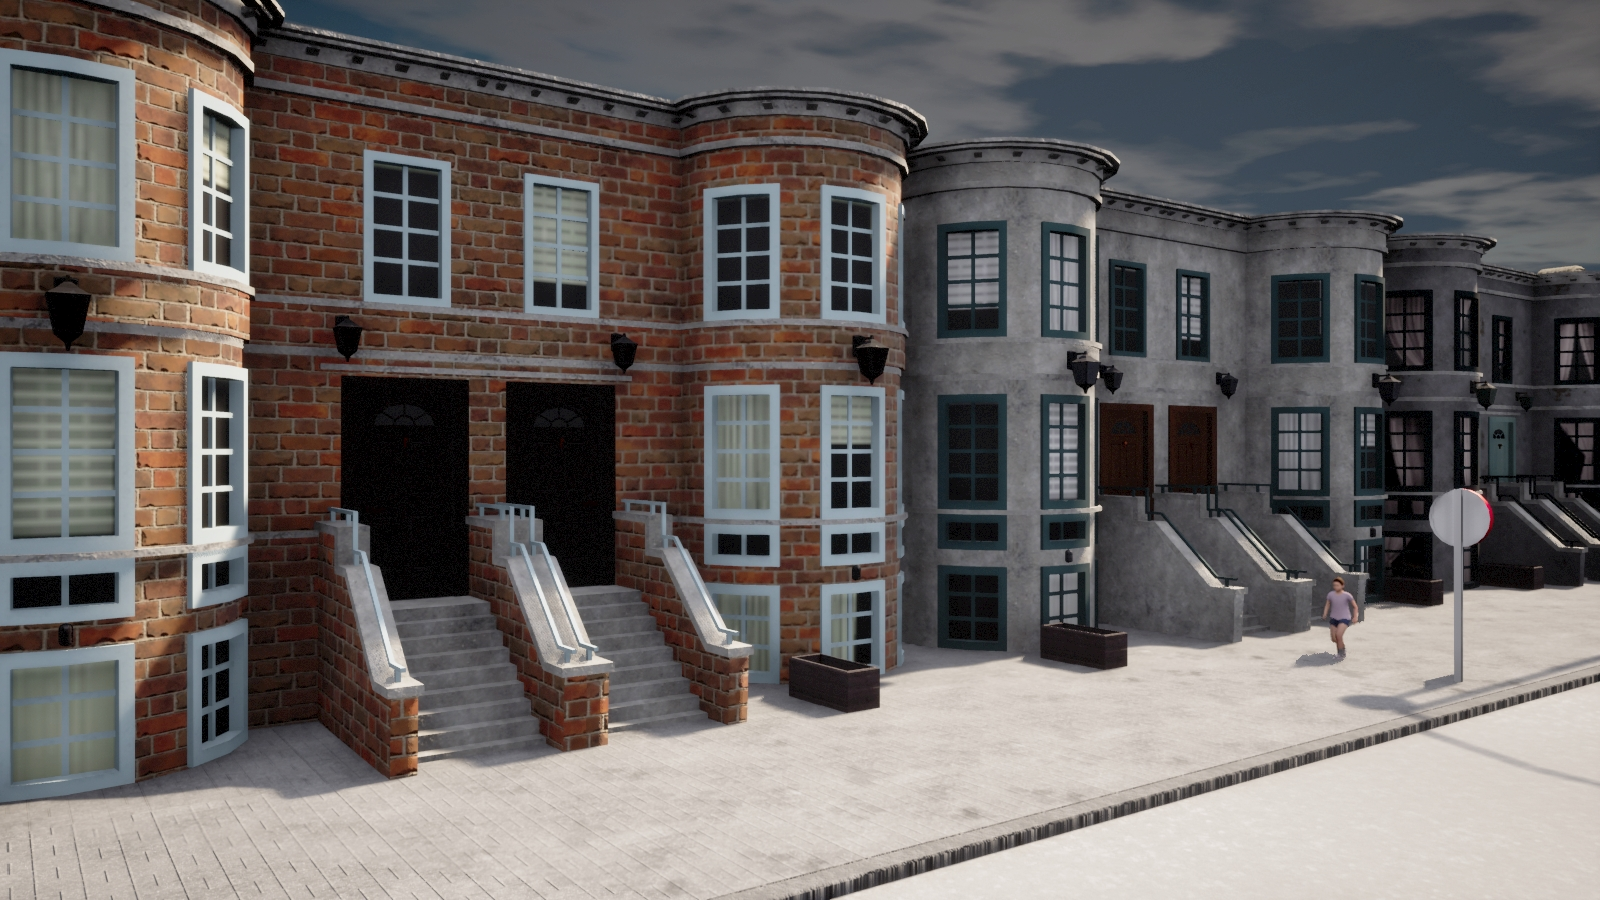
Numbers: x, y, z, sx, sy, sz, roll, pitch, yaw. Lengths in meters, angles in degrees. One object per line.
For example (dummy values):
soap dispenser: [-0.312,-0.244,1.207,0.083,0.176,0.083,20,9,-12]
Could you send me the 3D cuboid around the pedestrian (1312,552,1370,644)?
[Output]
pedestrian: [7.008,1.904,14.809,0.500,1.100,0.500,0,0,-37]
